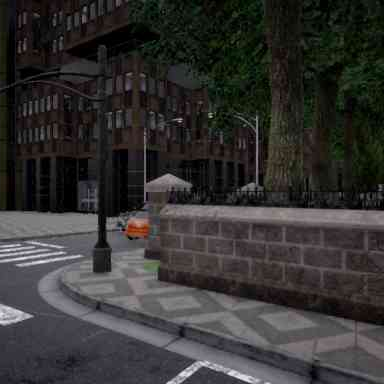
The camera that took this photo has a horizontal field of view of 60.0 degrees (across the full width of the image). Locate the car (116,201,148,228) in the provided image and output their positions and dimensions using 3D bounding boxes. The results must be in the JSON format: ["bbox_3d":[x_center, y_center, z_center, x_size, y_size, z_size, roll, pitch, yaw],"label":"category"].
[{"bbox_3d":[-2.385,1.584,22.008,2.150,2.045,5.566,0,-1,35],"label":"car"}]

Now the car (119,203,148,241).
[{"bbox_3d":[-1.363,1.662,17.928,2.097,1.767,4.553,0,-1,35],"label":"car"}]
